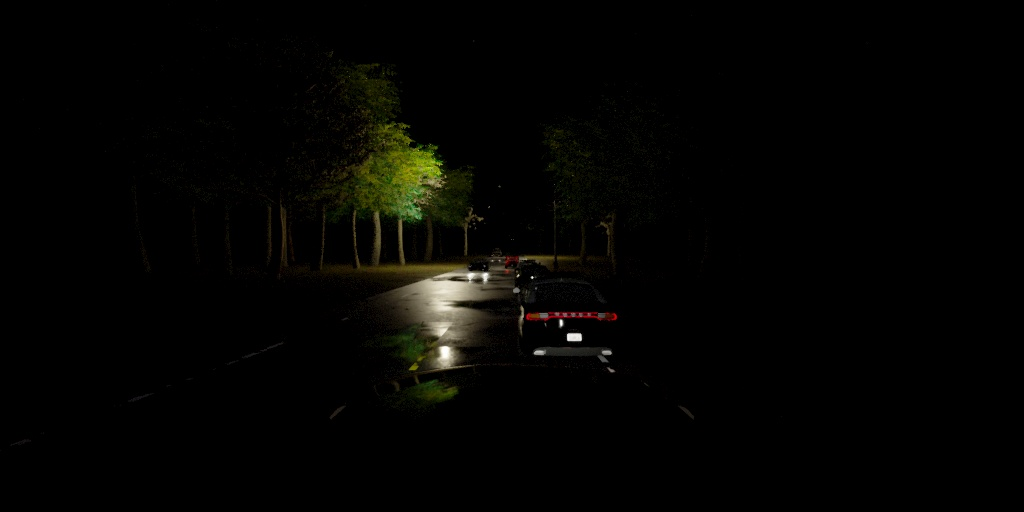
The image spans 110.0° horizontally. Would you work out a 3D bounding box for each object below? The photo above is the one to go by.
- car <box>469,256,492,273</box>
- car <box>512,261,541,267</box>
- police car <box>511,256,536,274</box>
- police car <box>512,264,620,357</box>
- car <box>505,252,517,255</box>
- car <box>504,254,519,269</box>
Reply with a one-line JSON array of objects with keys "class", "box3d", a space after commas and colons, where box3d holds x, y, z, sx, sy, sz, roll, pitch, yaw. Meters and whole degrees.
[{"class": "car", "box3d": [-3.576, 0.973, 39.168, 1.882, 1.535, 5.008, 0, 1, 0]}, {"class": "car", "box3d": [1.061, 1.198, 18.534, 1.837, 1.490, 4.892, 0, 0, 0]}, {"class": "police car", "box3d": [1.065, 1.068, 24.645, 1.930, 1.638, 5.238, 0, 0, 0]}, {"class": "police car", "box3d": [1.056, 1.166, 8.645, 1.930, 1.638, 5.238, 0, 0, 0]}, {"class": "car", "box3d": [0.035, 0.288, 60.139, 2.150, 2.045, 5.566, 0, 2, 0]}, {"class": "car", "box3d": [0.059, 0.898, 47.254, 1.812, 1.442, 4.674, 0, 1, 1]}]
